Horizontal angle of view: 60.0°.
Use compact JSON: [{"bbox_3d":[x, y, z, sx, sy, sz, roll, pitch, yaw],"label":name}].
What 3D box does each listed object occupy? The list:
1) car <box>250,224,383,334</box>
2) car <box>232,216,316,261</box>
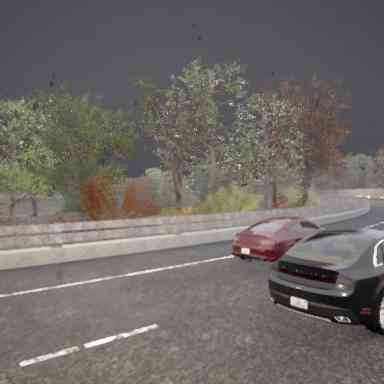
[{"bbox_3d":[3.571,1.511,6.842,4.892,1.490,1.837,0,0,-40],"label":"car"},{"bbox_3d":[3.312,1.545,11.146,4.674,1.442,1.812,0,0,-40],"label":"car"}]
